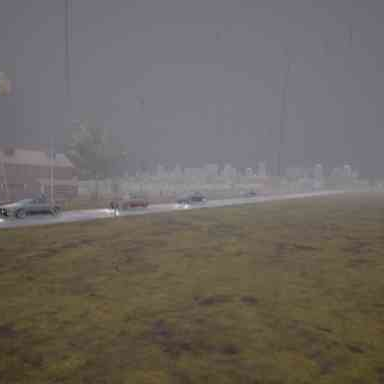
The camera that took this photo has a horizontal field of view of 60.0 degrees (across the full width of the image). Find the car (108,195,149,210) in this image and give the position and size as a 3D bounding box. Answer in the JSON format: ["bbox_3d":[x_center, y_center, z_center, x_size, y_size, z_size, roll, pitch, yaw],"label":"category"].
[{"bbox_3d":[-6.168,0.948,32.790,1.994,1.385,4.181,2,2,36],"label":"car"}]

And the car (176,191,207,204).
[{"bbox_3d":[-0.035,0.677,41.239,1.837,1.490,4.892,2,2,36],"label":"car"}]

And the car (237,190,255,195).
[{"bbox_3d":[9.011,0.032,53.544,2.128,1.511,4.902,2,2,36],"label":"car"}]

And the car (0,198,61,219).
[{"bbox_3d":[-11.997,1.146,24.785,1.994,1.385,4.181,2,2,34],"label":"car"}]
